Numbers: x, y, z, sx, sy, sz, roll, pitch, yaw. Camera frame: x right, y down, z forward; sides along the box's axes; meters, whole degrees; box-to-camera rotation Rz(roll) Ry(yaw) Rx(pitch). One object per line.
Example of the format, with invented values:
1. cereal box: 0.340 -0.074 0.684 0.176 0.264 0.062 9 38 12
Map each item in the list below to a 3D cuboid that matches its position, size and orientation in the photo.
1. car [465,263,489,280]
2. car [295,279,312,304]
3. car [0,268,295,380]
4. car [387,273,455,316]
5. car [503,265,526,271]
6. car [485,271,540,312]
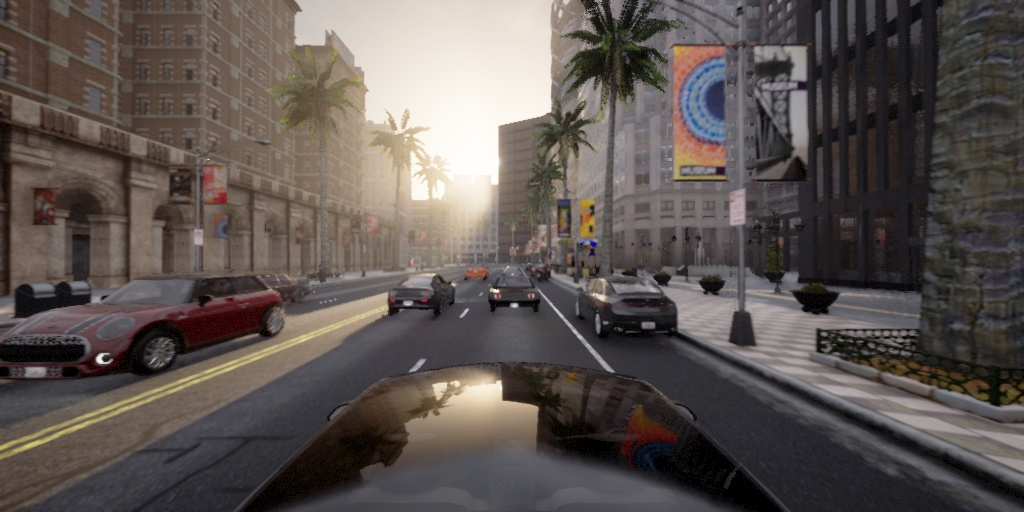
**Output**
1. car: -3.435 1.463 36.027 2.097 1.767 4.553 0 -1 0
2. car: -10.576 1.438 14.948 2.033 1.411 5.357 0 -1 0
3. car: -7.096 1.164 7.592 2.097 1.767 4.553 0 -1 0
4. car: -3.413 1.406 14.068 1.812 1.442 4.674 0 -1 0
5. car: 0.067 1.653 33.984 1.994 1.385 4.181 0 -1 0
6. car: 0.087 1.491 15.022 1.895 1.301 4.718 0 -1 0
